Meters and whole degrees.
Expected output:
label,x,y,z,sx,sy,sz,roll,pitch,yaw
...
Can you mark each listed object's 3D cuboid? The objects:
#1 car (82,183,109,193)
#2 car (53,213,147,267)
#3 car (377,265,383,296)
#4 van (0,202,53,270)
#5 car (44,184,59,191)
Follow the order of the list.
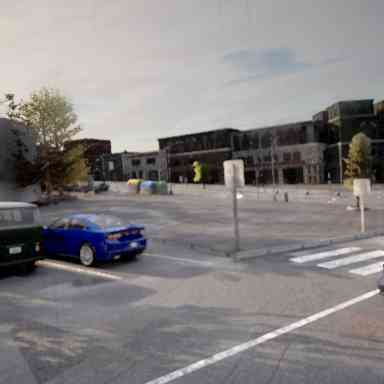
label,x,y,z,sx,sy,sz,roll,pitch,yaw
car,-15.395,-0.669,54.723,2.163,1.488,4.792,1,6,15
car,-3.794,1.484,11.467,5.008,1.535,2.097,-1,0,34
car,5.989,1.512,7.164,5.357,1.411,2.033,0,0,-38
van,-6.335,1.271,9.791,4.442,1.987,1.878,-1,0,35
car,-25.248,-1.317,61.218,2.185,1.767,4.553,0,6,13
